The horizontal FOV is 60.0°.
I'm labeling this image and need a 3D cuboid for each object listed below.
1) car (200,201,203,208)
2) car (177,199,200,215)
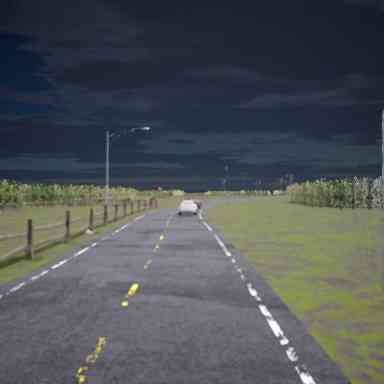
[{"bbox_3d":[0.433,1.697,47.849,1.895,1.301,4.718,0,0,7],"label":"car"},{"bbox_3d":[-0.391,1.598,34.910,1.812,1.442,4.674,0,0,2],"label":"car"}]
